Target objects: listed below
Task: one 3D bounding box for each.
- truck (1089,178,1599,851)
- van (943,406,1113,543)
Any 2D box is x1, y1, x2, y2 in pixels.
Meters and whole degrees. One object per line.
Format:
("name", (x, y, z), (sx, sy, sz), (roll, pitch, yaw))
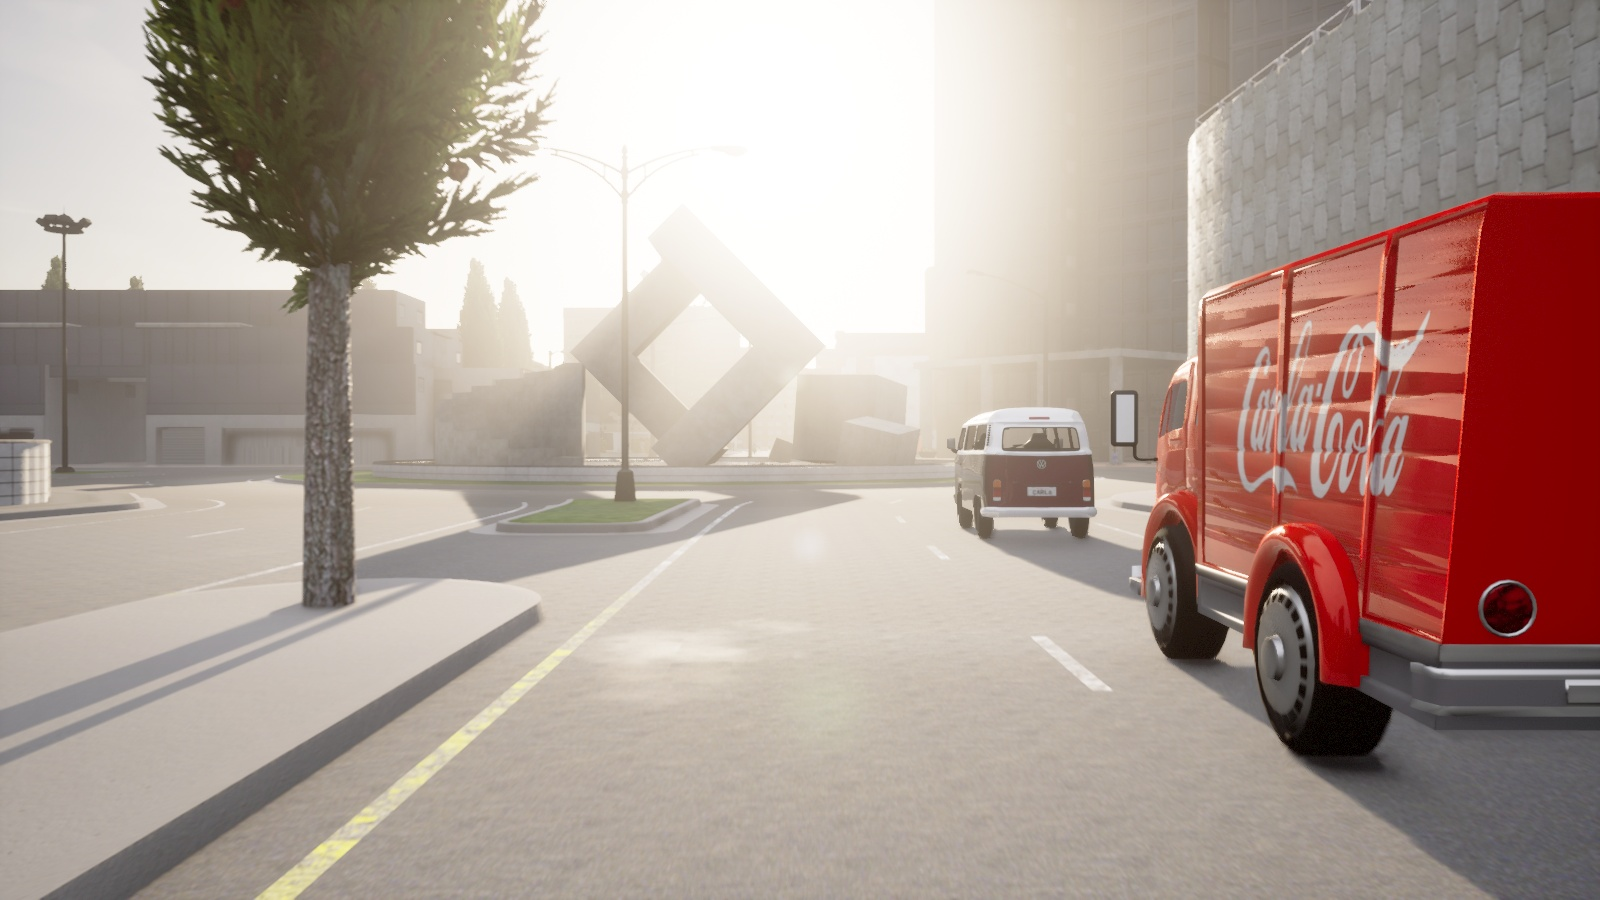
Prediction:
("truck", (3.557, 0.222, 7.202), (2.627, 2.467, 5.204), (0, 0, 0))
("van", (3.658, 0.355, 20.979), (2.069, 2.038, 4.480), (0, 0, 1))
